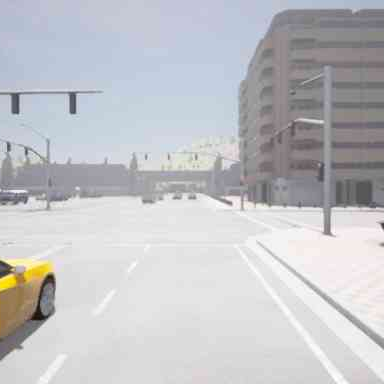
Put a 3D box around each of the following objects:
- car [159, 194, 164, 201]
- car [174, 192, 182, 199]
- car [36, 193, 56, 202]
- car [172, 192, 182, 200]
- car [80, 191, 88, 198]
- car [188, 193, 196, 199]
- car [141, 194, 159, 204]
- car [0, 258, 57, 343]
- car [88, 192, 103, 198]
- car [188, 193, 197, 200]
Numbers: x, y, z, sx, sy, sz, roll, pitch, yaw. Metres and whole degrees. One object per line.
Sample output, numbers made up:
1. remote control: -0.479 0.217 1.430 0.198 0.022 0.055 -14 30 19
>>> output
1. car: -6.935 1.129 69.043 2.128 1.511 4.902 0 0 0
2. car: -3.421 0.876 83.890 1.837 1.490 4.892 0 0 0
3. car: -30.146 1.006 67.900 1.970 1.475 3.806 0 0 0
4. car: -3.429 1.163 74.945 1.895 1.301 4.718 0 0 0
5. car: -27.362 0.667 85.353 1.905 1.878 3.866 0 0 0
6. car: 0.079 0.916 83.887 2.033 1.411 5.357 0 0 0
7. car: -7.010 1.196 53.795 1.837 1.490 4.892 0 0 0
8. car: -3.445 1.453 4.196 1.882 1.535 5.008 0 0 1
9. car: -24.468 0.664 85.286 1.932 1.855 4.605 0 0 0
10. car: 0.071 1.120 74.911 1.994 1.385 4.181 0 0 0
